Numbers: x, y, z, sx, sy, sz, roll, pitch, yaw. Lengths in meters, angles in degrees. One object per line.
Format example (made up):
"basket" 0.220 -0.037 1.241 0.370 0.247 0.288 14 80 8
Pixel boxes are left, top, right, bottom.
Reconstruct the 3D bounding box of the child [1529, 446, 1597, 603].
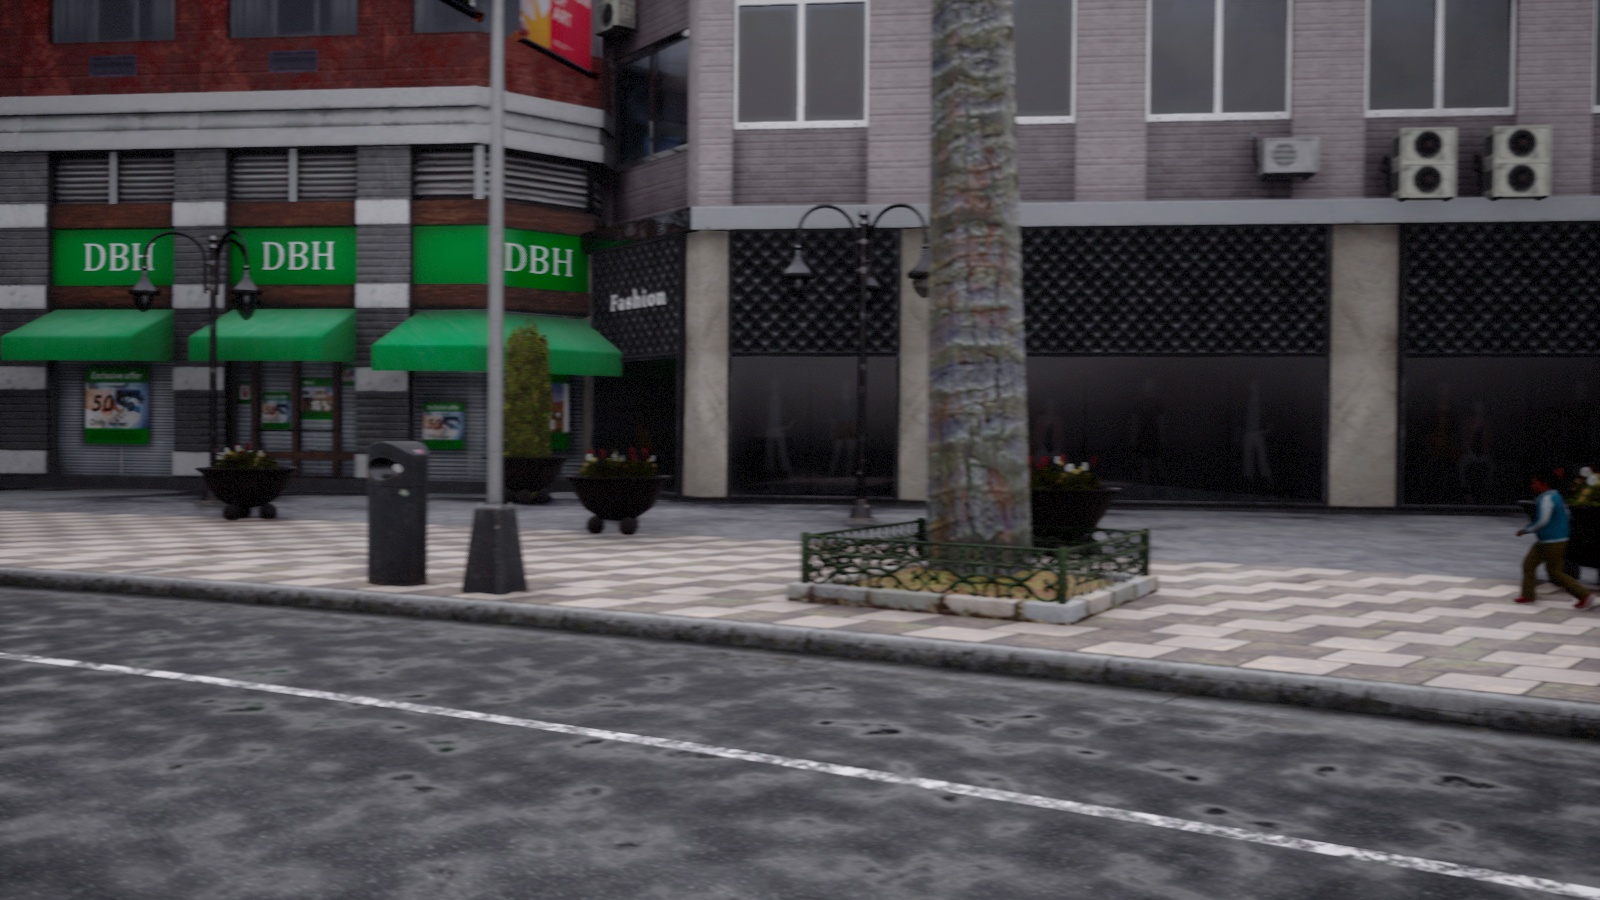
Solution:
"child" 5.979 0.569 9.841 0.448 1.192 0.343 0 1 32
